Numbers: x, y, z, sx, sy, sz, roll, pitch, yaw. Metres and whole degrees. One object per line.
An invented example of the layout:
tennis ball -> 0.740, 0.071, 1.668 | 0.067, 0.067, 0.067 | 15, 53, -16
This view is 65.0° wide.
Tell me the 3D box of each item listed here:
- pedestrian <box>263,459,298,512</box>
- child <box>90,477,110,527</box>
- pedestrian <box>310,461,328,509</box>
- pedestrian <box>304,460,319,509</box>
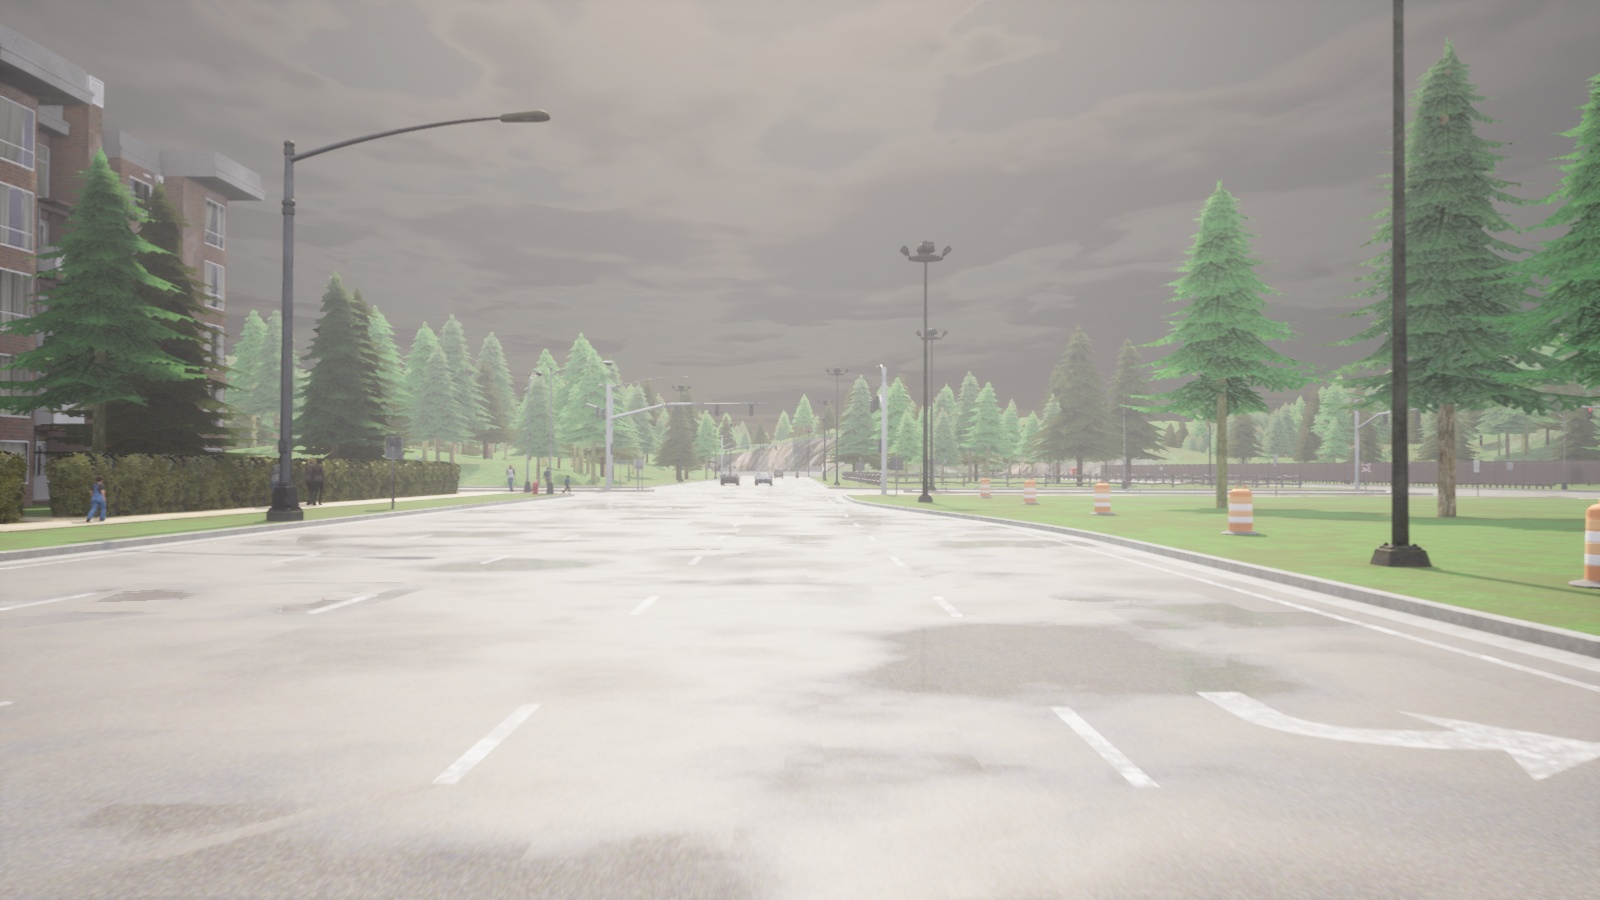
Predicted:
pedestrian -> -18.634, 1.273, 45.071 | 0.874, 1.855, 0.900 | 0, -1, 0
child -> -18.093, 1.339, 32.450 | 0.270, 1.263, 0.437 | 0, -1, 0
pedestrian -> -18.105, 1.307, 47.250 | 0.328, 1.805, 0.869 | 0, -1, 0
pedestrian -> -18.675, 1.322, 48.019 | 0.331, 1.846, 0.634 | 0, -1, 0
